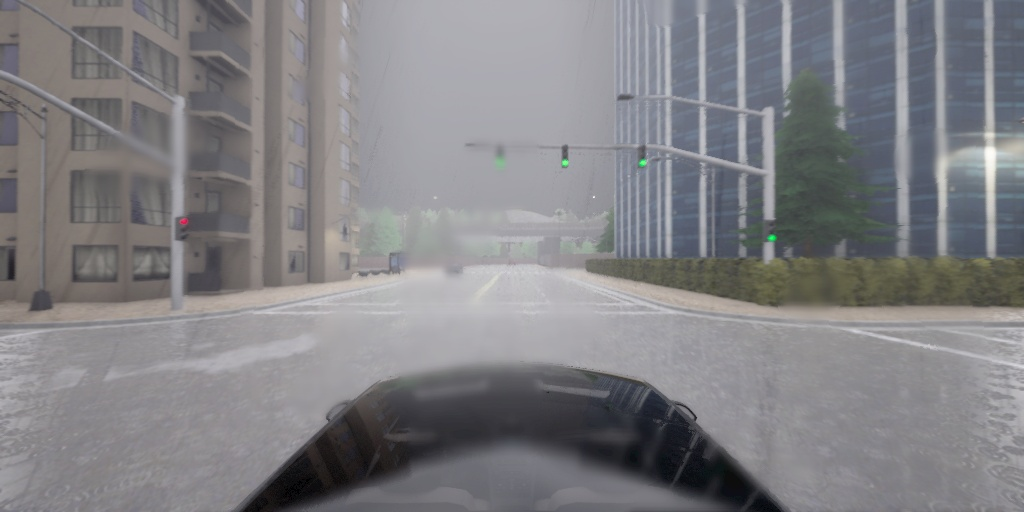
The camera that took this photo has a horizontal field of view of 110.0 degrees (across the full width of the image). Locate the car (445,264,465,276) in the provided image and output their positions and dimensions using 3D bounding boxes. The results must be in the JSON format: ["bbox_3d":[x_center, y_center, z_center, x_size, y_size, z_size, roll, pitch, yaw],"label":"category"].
[{"bbox_3d":[-7.006,1.698,44.708,2.033,1.411,5.357,0,-1,0],"label":"car"}]
